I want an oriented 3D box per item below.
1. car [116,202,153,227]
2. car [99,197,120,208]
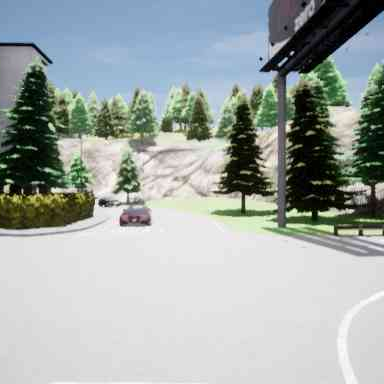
[{"bbox_3d":[-3.684,1.540,22.615,1.994,1.385,4.181,0,0,-3],"label":"car"},{"bbox_3d":[-11.435,1.407,46.236,2.128,1.511,4.902,1,0,-33],"label":"car"}]
